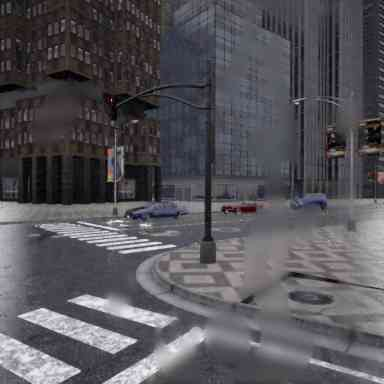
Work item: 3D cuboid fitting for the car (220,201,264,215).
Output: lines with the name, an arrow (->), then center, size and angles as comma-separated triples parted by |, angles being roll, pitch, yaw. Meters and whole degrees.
car -> 5.036, 1.540, 33.161 | 4.718, 1.301, 1.895 | 0, 0, -39

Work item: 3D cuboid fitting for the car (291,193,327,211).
car -> 14.449, 1.171, 40.872 | 5.566, 2.045, 2.150 | 0, 1, -39

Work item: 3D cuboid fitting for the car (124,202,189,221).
car -> -2.751, 1.479, 26.784 | 5.357, 1.411, 2.033 | 0, 0, -39
